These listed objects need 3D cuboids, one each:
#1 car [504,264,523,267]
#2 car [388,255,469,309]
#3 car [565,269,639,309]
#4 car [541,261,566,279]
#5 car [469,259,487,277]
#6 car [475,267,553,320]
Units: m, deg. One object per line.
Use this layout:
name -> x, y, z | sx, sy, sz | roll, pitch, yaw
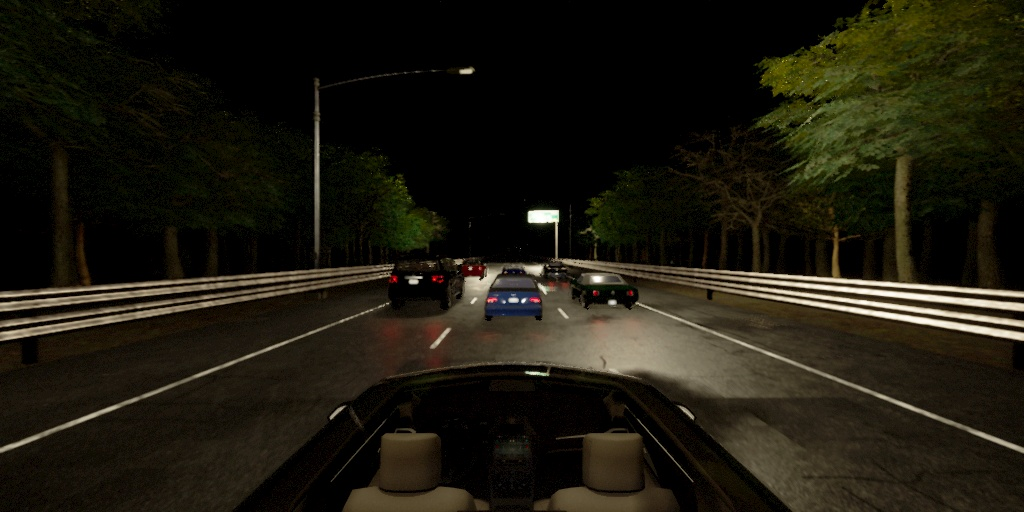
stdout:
car -> 0.140, 1.328, 29.944 | 1.895, 1.301, 4.718 | 0, 0, 1
car -> -3.395, 0.977, 15.164 | 2.150, 2.045, 5.566 | 0, 0, 1
car -> 3.601, 1.357, 14.976 | 1.895, 1.301, 4.718 | 0, 0, 1
car -> 3.663, 1.215, 31.345 | 2.128, 1.511, 4.902 | 0, 0, 1
car -> -3.340, 1.074, 31.051 | 2.097, 1.767, 4.553 | 0, 0, 1
car -> 0.076, 1.303, 12.669 | 2.033, 1.411, 5.357 | 0, 0, 1
